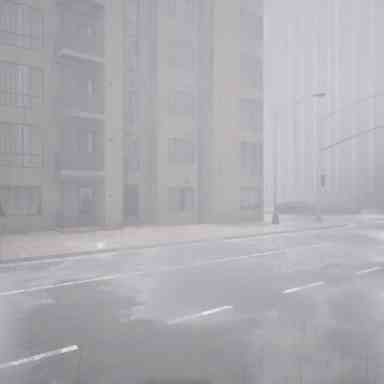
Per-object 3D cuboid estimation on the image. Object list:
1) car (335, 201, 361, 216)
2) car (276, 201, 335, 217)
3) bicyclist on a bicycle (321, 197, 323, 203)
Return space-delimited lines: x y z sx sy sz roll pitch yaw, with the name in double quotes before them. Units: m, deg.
"car" 14.217 1.564 32.587 1.994 1.385 4.181 0 0 -37
"car" 10.363 1.547 31.792 2.033 1.411 5.357 0 0 -34
"bicyclist on a bicycle" 18.319 1.301 47.564 1.656 1.620 0.582 0 0 -34
